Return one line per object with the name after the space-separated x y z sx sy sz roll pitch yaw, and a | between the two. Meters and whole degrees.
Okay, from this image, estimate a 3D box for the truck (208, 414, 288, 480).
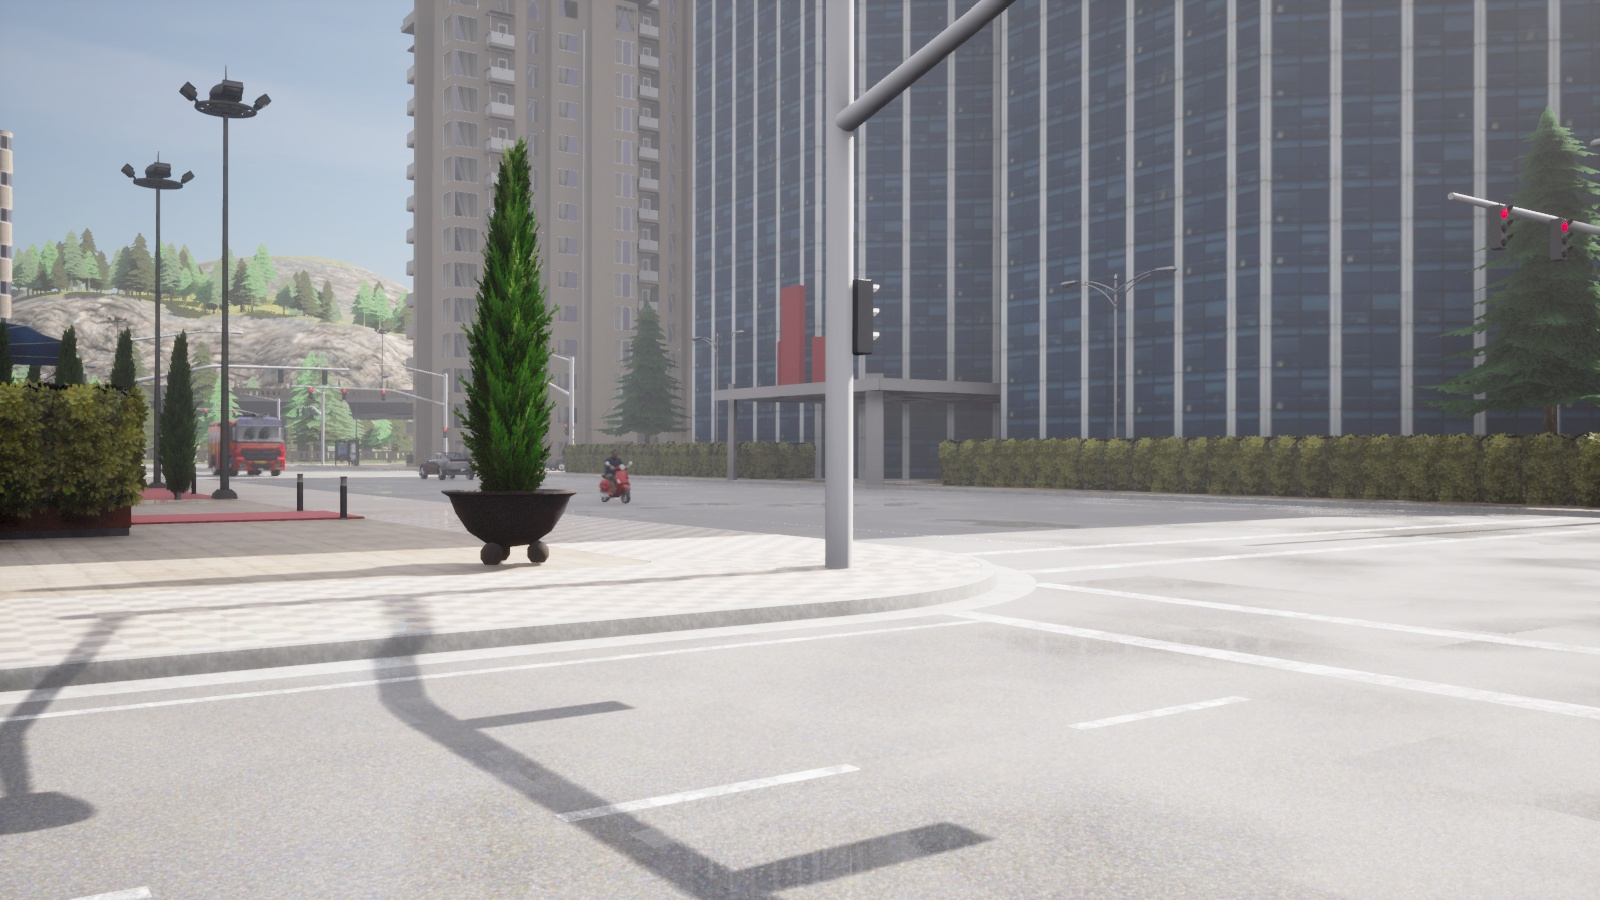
-34.138 -0.158 77.500 2.891 3.827 8.468 0 0 -35 | truck

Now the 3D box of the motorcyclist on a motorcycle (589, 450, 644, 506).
-5.394 0.800 36.783 0.866 1.590 1.817 0 0 -35 | motorcyclist on a motorcycle

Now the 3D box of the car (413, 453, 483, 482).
-19.264 0.910 68.567 2.128 1.511 4.902 0 0 -35 | car
